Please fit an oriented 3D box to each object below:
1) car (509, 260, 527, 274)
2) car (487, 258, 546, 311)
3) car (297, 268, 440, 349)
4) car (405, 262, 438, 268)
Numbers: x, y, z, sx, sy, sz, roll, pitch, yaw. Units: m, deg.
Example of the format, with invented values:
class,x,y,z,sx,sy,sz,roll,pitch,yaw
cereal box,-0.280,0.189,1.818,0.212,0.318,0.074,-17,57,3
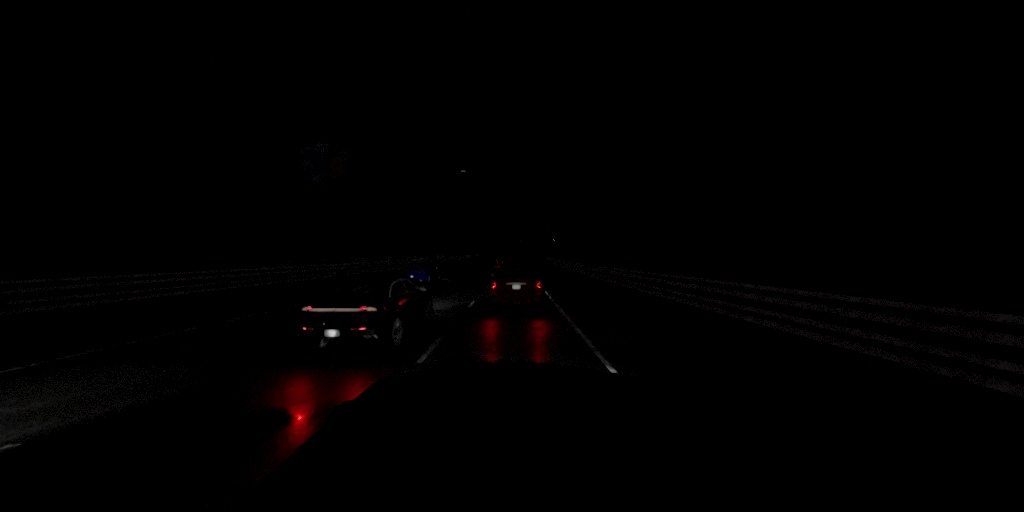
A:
class,x,y,z,sx,sy,sz,roll,pitch,yaw
car,0.735,1.197,41.173,2.033,1.411,5.357,0,1,2
car,0.176,1.102,14.659,2.097,1.767,4.553,0,0,1
car,-3.374,1.237,9.172,2.128,1.511,4.902,0,0,0
car,-6.644,1.209,26.463,1.882,1.535,5.008,0,0,1
